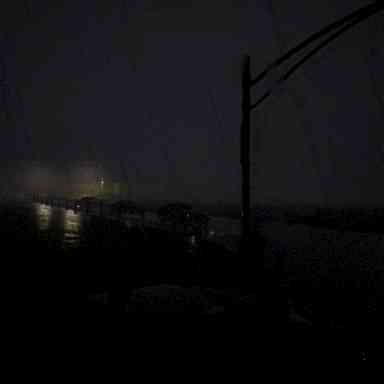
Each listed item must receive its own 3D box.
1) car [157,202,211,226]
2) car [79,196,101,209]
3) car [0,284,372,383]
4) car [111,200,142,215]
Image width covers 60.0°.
[{"bbox_3d":[-0.649,1.460,23.536,1.882,1.535,5.008,1,0,-34],"label":"car"},{"bbox_3d":[-12.831,1.294,41.890,1.812,1.442,4.674,1,0,-34],"label":"car"},{"bbox_3d":[-0.517,1.561,2.467,4.674,1.442,1.812,1,-1,-34],"label":"car"},{"bbox_3d":[-6.183,1.448,31.862,1.994,1.385,4.181,1,0,-34],"label":"car"}]
